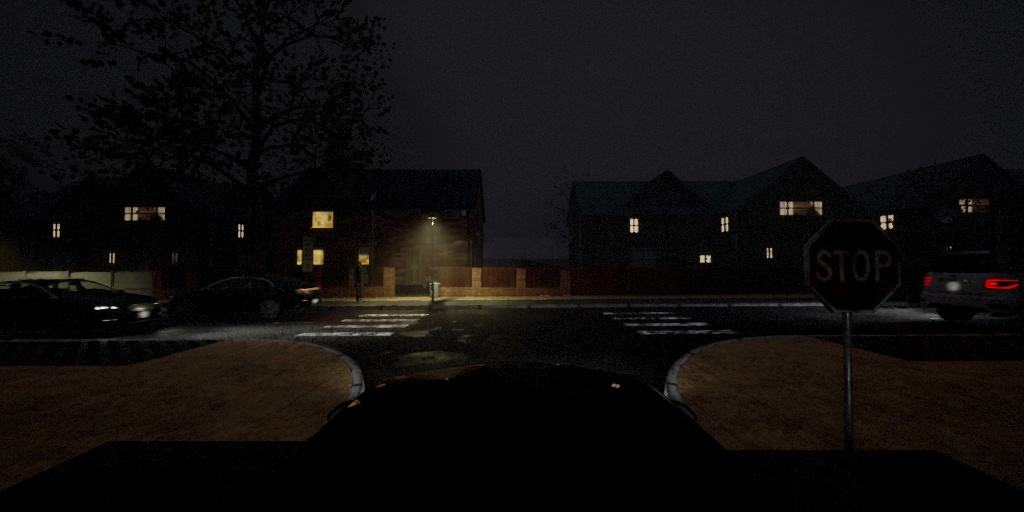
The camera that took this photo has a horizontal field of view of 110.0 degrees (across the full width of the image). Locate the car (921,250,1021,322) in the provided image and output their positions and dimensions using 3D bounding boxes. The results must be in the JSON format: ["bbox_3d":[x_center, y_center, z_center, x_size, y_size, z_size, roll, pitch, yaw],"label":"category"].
[{"bbox_3d":[14.545,0.853,9.599,5.566,2.045,2.150,0,-1,1],"label":"car"}]

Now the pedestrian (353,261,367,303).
[{"bbox_3d":[-6.715,1.113,15.732,0.375,1.860,0.375,0,-1,1],"label":"pedestrian"}]

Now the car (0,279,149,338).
[{"bbox_3d":[-12.625,1.375,9.939,4.902,1.511,2.128,-1,-1,1],"label":"car"}]

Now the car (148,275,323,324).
[{"bbox_3d":[-9.437,1.417,12.849,4.902,1.511,2.128,-1,-1,1],"label":"car"}]
